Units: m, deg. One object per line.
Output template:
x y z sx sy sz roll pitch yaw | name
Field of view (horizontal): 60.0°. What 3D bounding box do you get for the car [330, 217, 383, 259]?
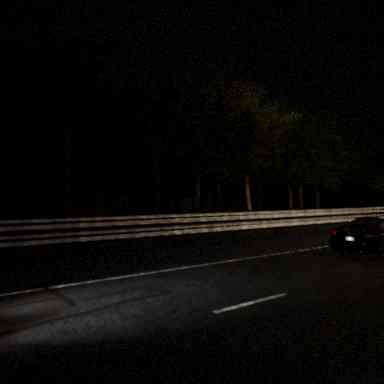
7.437 1.712 13.412 4.181 1.385 1.994 1 0 -36 | car
